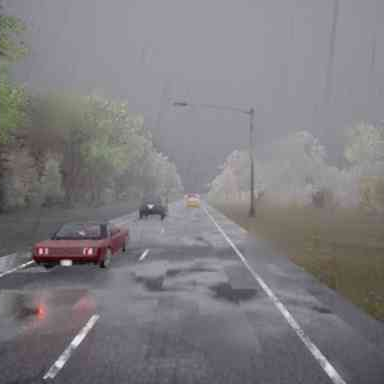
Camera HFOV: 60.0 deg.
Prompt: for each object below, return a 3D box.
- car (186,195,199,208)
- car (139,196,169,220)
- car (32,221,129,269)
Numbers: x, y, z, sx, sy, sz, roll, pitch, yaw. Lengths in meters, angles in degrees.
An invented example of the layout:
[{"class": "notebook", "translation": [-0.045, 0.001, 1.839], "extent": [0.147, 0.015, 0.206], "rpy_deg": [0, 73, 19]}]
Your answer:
[{"class": "car", "translation": [0.118, 1.684, 53.294], "extent": [1.882, 1.535, 5.008], "rpy_deg": [0, 0, 0]}, {"class": "car", "translation": [-3.390, 1.337, 29.993], "extent": [2.150, 2.045, 5.566], "rpy_deg": [0, 0, 0]}, {"class": "car", "translation": [-3.399, 1.644, 11.245], "extent": [1.895, 1.301, 4.718], "rpy_deg": [0, 0, 0]}]
